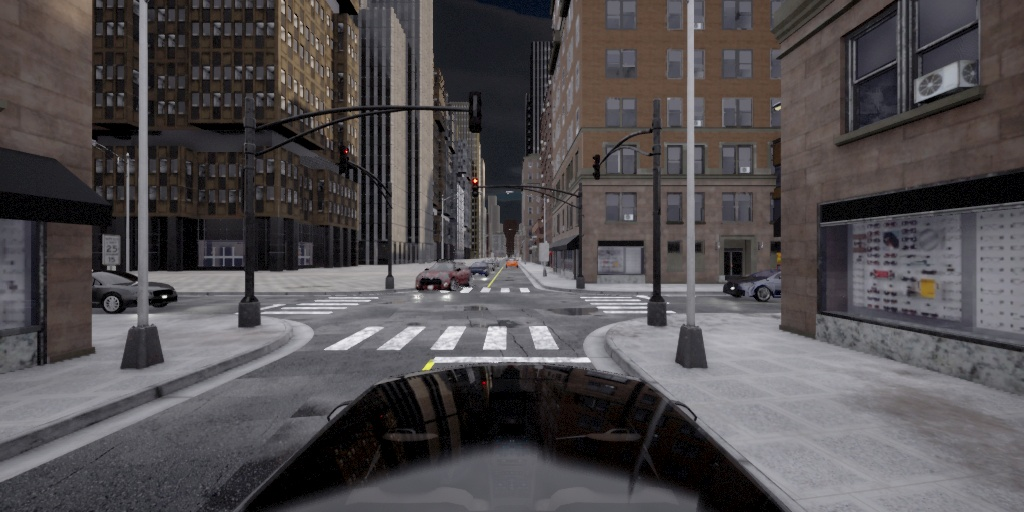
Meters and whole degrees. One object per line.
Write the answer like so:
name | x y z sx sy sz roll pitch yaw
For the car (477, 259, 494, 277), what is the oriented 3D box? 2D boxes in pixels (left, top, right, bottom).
car | -3.162 1.298 35.324 2.033 1.411 5.357 0 0 0

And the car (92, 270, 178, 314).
car | -15.257 1.259 13.222 4.892 1.490 1.837 0 0 0

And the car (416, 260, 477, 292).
car | -3.938 1.102 21.400 2.097 1.767 4.553 0 0 11

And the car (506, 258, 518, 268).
car | -0.015 1.101 61.649 2.097 1.767 4.553 0 0 0

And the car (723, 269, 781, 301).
car | 12.222 1.313 16.654 4.181 1.385 1.994 0 0 -1

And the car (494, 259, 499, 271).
car | -3.178 1.242 47.110 2.128 1.511 4.902 0 0 0
